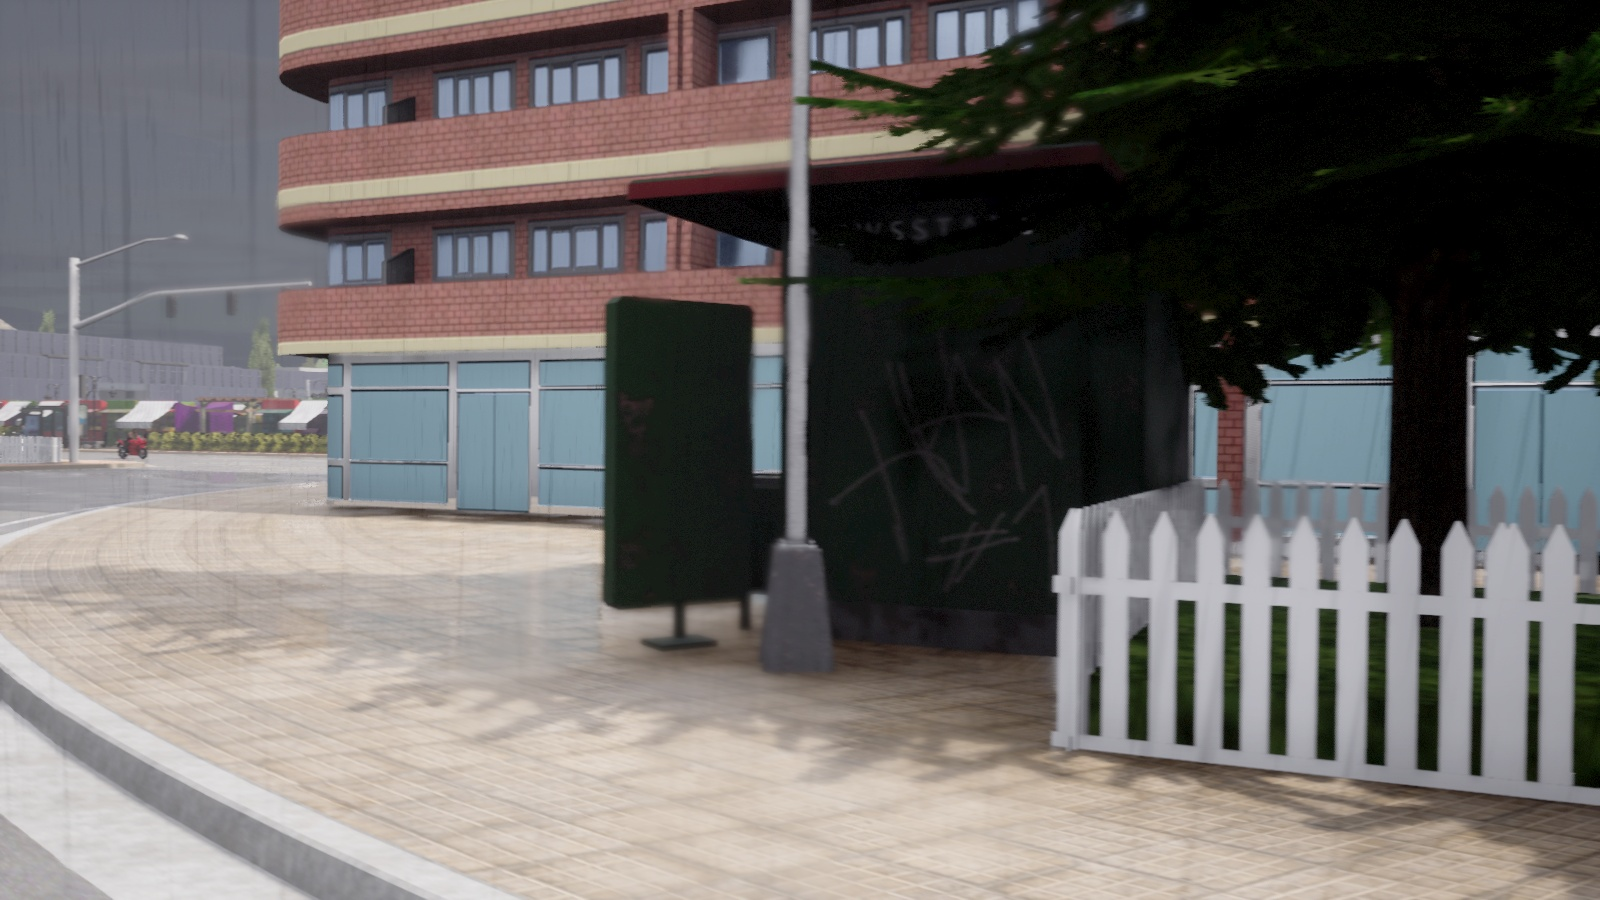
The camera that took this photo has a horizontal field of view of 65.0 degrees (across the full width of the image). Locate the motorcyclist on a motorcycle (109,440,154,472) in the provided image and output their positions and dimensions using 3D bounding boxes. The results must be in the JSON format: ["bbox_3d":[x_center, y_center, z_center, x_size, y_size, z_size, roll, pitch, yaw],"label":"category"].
[{"bbox_3d":[-32.078,0.272,60.253,2.044,1.523,0.797,0,1,24],"label":"motorcyclist on a motorcycle"}]
